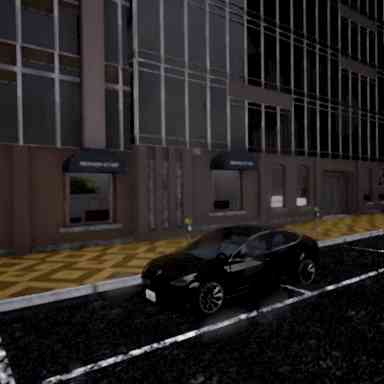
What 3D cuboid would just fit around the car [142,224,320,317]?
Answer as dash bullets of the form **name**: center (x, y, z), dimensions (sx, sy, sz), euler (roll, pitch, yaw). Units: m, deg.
- **car**: center (1.022, 1.445, 7.280), dimensions (4.313, 1.339, 1.947), euler (-2, 1, -35)
